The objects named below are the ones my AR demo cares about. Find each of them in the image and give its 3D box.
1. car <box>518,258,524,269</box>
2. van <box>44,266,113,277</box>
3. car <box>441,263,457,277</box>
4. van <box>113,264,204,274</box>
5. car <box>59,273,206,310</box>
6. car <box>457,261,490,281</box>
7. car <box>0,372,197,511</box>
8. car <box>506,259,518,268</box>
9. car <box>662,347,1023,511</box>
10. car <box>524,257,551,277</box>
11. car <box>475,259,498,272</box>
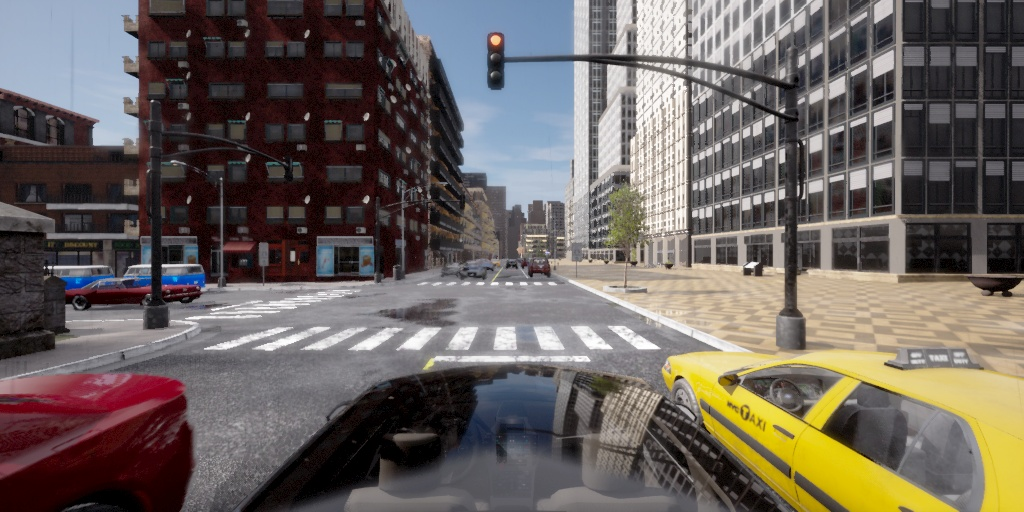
[{"bbox_3d":[2.566,1.099,56.901,2.192,1.841,5.009,0,0,0],"label":"car"},{"bbox_3d":[-26.348,1.481,21.439,3.998,1.789,1.690,0,0,-1],"label":"van"},{"bbox_3d":[-5.764,1.310,34.777,2.007,1.370,4.403,0,0,0],"label":"car"},{"bbox_3d":[-20.810,1.391,21.502,3.998,1.789,1.690,0,0,-1],"label":"van"},{"bbox_3d":[-16.578,1.603,15.758,4.718,1.301,1.895,-1,0,-1],"label":"car"},{"bbox_3d":[-3.162,1.321,30.212,1.994,1.385,4.181,0,0,0],"label":"car"},{"bbox_3d":[-3.095,1.227,0.321,1.882,1.535,5.008,0,0,0],"label":"car"},{"bbox_3d":[-0.029,1.292,59.801,1.837,1.490,4.892,0,-1,0],"label":"car"},{"bbox_3d":[2.690,1.275,2.554,1.751,1.417,4.829,0,0,0],"label":"car"},{"bbox_3d":[2.616,1.074,34.796,2.192,1.841,5.009,0,0,0],"label":"car"},{"bbox_3d":[-3.198,1.317,45.604,2.033,1.411,5.357,0,0,0],"label":"car"}]
